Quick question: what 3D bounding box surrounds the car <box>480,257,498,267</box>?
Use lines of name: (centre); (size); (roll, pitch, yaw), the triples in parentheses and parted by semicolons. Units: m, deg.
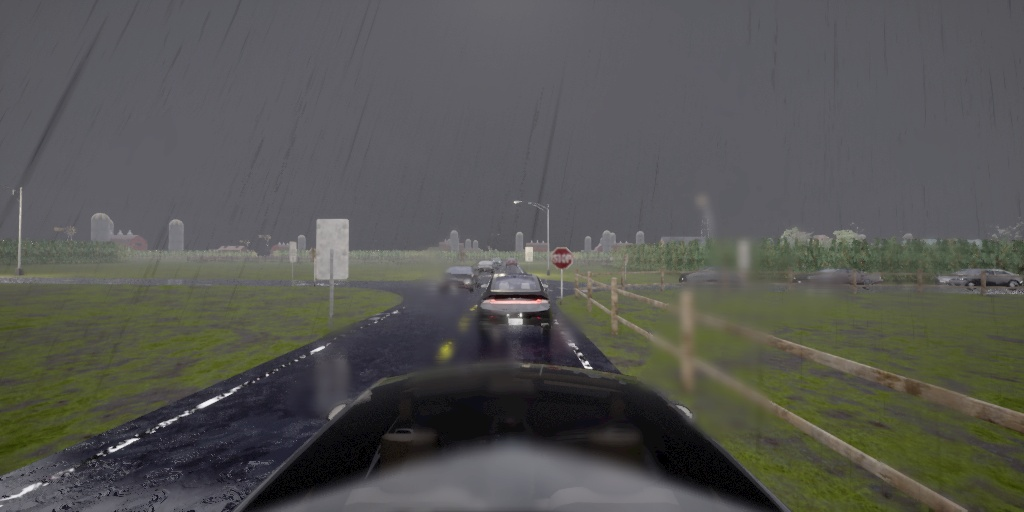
car: (-2.950, 1.215, 40.901); (1.882, 1.535, 5.008); (0, 0, 0)

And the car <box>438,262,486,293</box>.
car: (-2.883, 1.247, 20.696); (2.033, 1.411, 5.357); (0, 0, 0)

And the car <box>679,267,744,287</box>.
car: (14.517, 1.516, 26.187); (4.181, 1.385, 1.994); (1, -1, 0)

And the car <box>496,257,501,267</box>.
car: (-2.971, 1.292, 51.791); (1.994, 1.385, 4.181); (0, 0, 0)

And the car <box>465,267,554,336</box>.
car: (0.081, 1.243, 10.370); (2.128, 1.511, 4.902); (0, 0, 0)

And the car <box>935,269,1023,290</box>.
car: (33.968, 1.676, 26.164); (4.902, 1.511, 2.128); (1, -1, 0)

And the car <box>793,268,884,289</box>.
car: (23.786, 1.609, 26.182); (5.357, 1.411, 2.033); (1, -1, -1)
